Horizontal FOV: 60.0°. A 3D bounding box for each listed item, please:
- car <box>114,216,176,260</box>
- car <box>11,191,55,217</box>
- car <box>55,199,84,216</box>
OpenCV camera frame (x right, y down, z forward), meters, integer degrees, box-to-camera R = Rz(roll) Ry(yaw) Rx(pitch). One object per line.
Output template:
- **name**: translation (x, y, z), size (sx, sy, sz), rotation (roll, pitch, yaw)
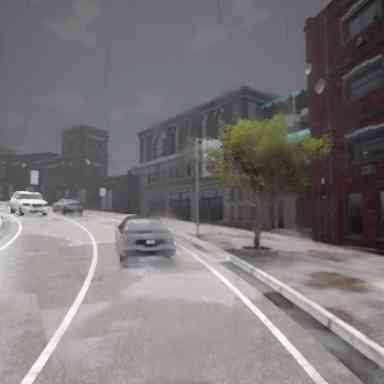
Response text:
- **car**: translation (-1.952, 1.618, 12.814), size (2.033, 1.411, 5.357), rotation (1, 0, -15)
- **car**: translation (-14.271, 1.005, 29.142), size (2.150, 2.045, 5.566), rotation (3, -1, -39)
- **car**: translation (-12.043, 1.417, 32.090), size (2.128, 1.511, 4.902), rotation (3, -1, -39)
